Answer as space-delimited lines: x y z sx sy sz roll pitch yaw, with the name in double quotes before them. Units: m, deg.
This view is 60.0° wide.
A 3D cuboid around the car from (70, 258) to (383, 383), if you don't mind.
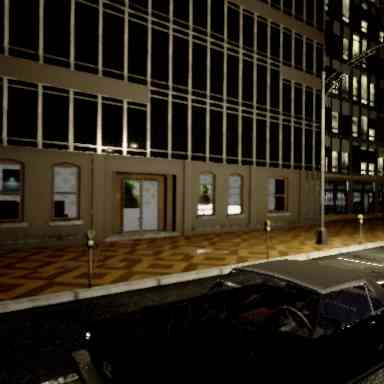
"car" 1.072 1.633 4.147 4.718 1.301 1.895 1 0 -36
